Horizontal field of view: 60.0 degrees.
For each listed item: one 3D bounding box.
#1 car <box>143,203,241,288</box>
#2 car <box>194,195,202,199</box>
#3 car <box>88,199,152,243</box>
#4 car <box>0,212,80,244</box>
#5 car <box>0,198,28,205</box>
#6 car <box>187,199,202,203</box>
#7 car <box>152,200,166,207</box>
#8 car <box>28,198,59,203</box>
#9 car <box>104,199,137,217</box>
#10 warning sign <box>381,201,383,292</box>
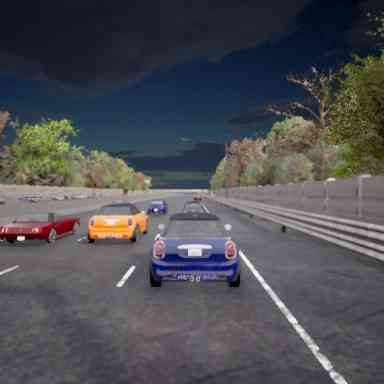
[{"bbox_3d":[0.078,1.339,9.386,2.097,1.767,4.553,0,0,0],"label":"car"},{"bbox_3d":[1.303,1.473,76.350,1.882,1.535,5.008,0,0,0],"label":"car"},{"bbox_3d":[-3.393,1.334,16.070,2.097,1.767,4.553,0,0,0],"label":"car"},{"bbox_3d":[-6.892,1.583,15.677,1.895,1.301,4.718,0,0,0],"label":"car"},{"bbox_3d":[-21.047,1.469,40.650,2.128,1.511,4.902,0,0,0],"label":"car"},{"bbox_3d":[0.112,1.526,27.347,2.033,1.411,5.357,0,0,0],"label":"car"},{"bbox_3d":[-3.372,1.503,33.426,1.812,1.442,4.674,0,0,0],"label":"car"},{"bbox_3d":[-17.550,1.483,40.379,1.837,1.490,4.892,0,0,0],"label":"car"},{"bbox_3d":[-6.874,1.469,32.425,2.128,1.511,4.902,0,0,0],"label":"car"},{"bbox_3d":[4.554,1.107,6.346,1.300,1.860,1.060,0,0,0],"label":"warning sign"}]
